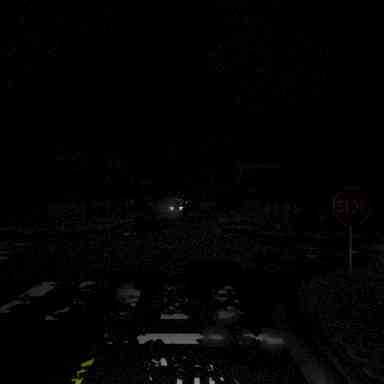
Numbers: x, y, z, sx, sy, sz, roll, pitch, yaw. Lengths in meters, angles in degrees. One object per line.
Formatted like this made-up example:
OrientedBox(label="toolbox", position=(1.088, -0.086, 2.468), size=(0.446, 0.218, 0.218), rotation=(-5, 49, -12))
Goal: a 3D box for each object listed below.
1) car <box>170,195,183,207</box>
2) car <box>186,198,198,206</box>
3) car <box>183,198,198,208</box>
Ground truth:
OrientedBox(label="car", position=(-2.748, 1.617, 60.970), size=(2.150, 2.045, 5.566), rotation=(0, -1, 0))
OrientedBox(label="car", position=(0.003, 1.950, 66.000), size=(2.128, 1.511, 4.902), rotation=(0, -1, 0))
OrientedBox(label="car", position=(0.003, 1.823, 55.580), size=(2.128, 1.511, 4.902), rotation=(0, -1, 0))
